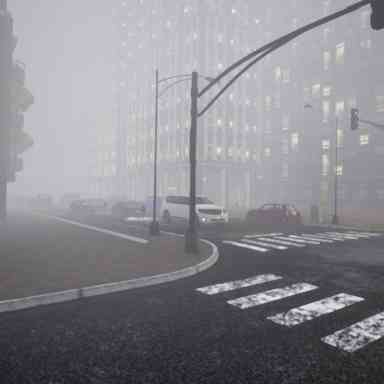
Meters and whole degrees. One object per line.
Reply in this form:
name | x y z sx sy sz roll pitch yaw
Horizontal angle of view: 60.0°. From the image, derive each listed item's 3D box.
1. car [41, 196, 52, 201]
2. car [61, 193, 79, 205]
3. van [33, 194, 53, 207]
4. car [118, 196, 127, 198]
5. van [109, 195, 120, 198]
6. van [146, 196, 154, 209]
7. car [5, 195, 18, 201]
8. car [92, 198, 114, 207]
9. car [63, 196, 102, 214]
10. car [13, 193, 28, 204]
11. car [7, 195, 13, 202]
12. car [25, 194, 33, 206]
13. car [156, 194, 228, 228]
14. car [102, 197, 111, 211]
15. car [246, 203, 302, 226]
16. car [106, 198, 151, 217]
car | -36.748 1.567 83.810 1.802 1.307 4.206 1 -1 -35
car | -20.504 1.179 56.288 2.150 2.045 5.566 1 -1 -35
van | -20.692 1.195 46.719 1.690 1.788 3.998 1 -1 -35
car | -7.324 1.581 42.353 2.008 1.369 4.403 1 -1 -35
van | -10.590 1.365 46.962 1.690 1.788 3.998 1 -1 -35
van | -4.052 1.379 37.749 1.690 1.788 3.998 1 -1 -35
car | -40.310 1.376 74.355 2.008 1.369 4.403 1 -1 -35
car | -13.863 1.583 51.565 1.947 1.339 4.313 1 -1 -35
car | -10.888 1.425 32.897 2.008 1.369 4.403 1 -1 -35
car | -30.500 1.153 60.538 2.192 1.841 5.009 1 -1 -35
car | -37.042 1.395 69.748 1.947 1.339 4.313 1 -1 -35
car | -23.965 1.430 51.323 1.802 1.307 4.206 1 -1 -35
car | -0.026 1.168 22.076 2.150 2.045 5.566 1 -1 -35
car | -11.694 1.466 38.520 2.033 1.411 5.357 1 -1 -35
car | 5.755 1.502 23.929 1.967 1.590 4.097 1 -1 -35
car | -5.812 1.496 30.228 1.994 1.385 4.181 1 -1 -35
